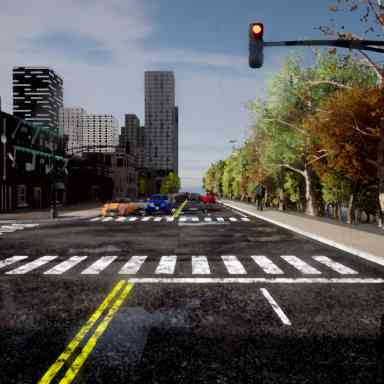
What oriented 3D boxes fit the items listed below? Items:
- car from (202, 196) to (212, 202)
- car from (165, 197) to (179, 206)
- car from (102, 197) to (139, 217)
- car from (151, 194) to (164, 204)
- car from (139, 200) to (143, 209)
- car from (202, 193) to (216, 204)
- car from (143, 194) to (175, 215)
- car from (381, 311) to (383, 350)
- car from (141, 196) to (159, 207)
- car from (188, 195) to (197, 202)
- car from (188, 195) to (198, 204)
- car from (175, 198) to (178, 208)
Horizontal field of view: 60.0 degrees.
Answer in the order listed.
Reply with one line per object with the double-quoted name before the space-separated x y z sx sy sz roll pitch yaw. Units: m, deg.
"car" 3.371 1.522 75.893 1.994 1.385 4.181 0 0 0
"car" -3.249 1.581 54.879 1.895 1.301 4.718 0 0 0
"car" -6.751 1.342 30.953 2.097 1.767 4.553 0 0 3
"car" -6.457 1.328 62.739 2.097 1.767 4.553 0 0 1
"car" -6.524 1.587 41.141 1.895 1.301 4.718 0 0 0
"car" 3.449 1.197 65.309 2.150 2.045 5.566 0 0 1
"car" -3.289 1.214 34.398 2.150 2.045 5.566 0 0 0
"car" 3.355 1.491 2.362 2.128 1.511 4.902 0 0 0
"car" -6.505 1.474 52.163 2.128 1.511 4.902 0 0 0
"car" 0.125 1.447 76.516 1.882 1.535 5.008 0 0 0
"car" 0.202 1.468 63.993 2.128 1.511 4.902 0 0 0
"car" -3.261 1.336 45.102 2.097 1.767 4.553 0 0 0
